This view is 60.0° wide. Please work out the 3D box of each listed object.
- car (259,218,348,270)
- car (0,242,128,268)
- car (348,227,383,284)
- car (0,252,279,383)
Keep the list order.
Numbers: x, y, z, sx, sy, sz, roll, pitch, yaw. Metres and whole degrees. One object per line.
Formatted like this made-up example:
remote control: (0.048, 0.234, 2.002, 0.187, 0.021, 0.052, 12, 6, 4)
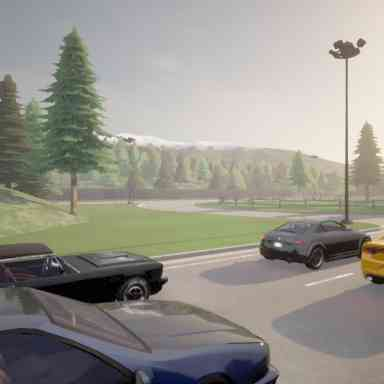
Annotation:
car: (4.239, 1.564, 11.177, 4.181, 1.385, 1.994, 0, 0, -35)
car: (-2.818, 1.601, 6.037, 4.718, 1.301, 1.895, 0, 0, -36)
car: (6.219, 1.478, 8.289, 5.008, 1.535, 1.882, 0, 0, -35)
car: (-1.726, 1.547, 2.515, 5.357, 1.411, 2.033, 0, 0, -36)
